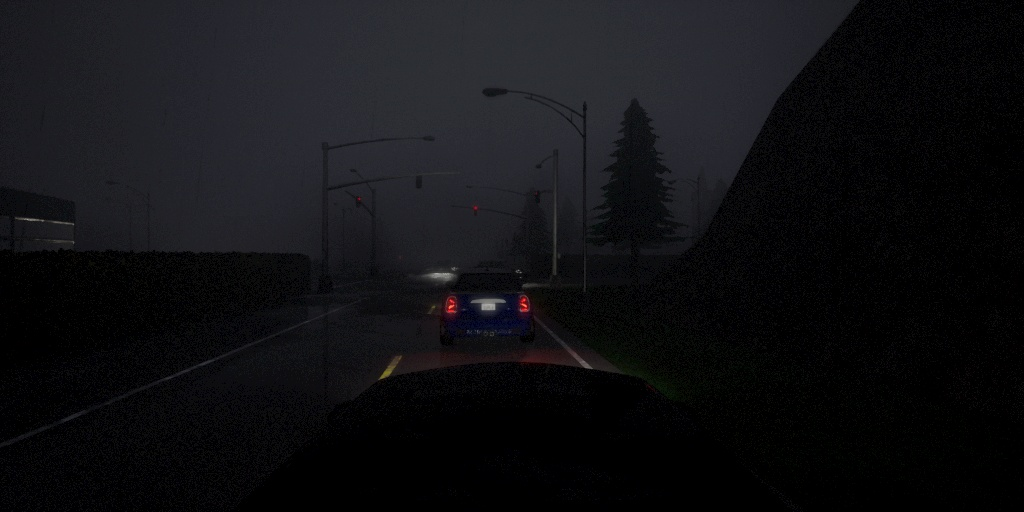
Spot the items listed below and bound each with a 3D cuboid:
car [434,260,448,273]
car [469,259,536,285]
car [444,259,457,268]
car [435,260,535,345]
[{"bbox_3d":[-8.484,1.241,44.005,2.128,1.511,4.902,0,0,-7],"label":"car"},{"bbox_3d":[-0.738,1.102,26.890,4.553,1.767,2.097,0,0,31],"label":"car"},{"bbox_3d":[-10.562,1.314,61.781,1.994,1.385,4.181,0,0,-6],"label":"car"},{"bbox_3d":[-0.737,1.102,9.753,2.097,1.767,4.553,0,0,-6],"label":"car"}]
